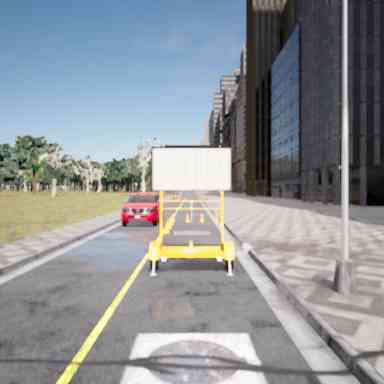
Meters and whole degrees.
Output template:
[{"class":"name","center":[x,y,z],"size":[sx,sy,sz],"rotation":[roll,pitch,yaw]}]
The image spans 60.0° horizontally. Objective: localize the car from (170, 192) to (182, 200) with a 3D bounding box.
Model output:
[{"class":"car","center":[-3.102,0.844,63.286],"size":[2.097,1.767,4.553],"rotation":[0,0,1]}]

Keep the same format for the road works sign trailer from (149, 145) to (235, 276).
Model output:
[{"class":"road works sign trailer","center":[-0.009,0.381,10.069],"size":[2.380,3.560,2.880],"rotation":[0,0,0]}]

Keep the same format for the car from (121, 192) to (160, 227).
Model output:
[{"class":"car","center":[-3.123,1.044,21.827],"size":[2.150,2.045,5.566],"rotation":[0,0,0]}]
